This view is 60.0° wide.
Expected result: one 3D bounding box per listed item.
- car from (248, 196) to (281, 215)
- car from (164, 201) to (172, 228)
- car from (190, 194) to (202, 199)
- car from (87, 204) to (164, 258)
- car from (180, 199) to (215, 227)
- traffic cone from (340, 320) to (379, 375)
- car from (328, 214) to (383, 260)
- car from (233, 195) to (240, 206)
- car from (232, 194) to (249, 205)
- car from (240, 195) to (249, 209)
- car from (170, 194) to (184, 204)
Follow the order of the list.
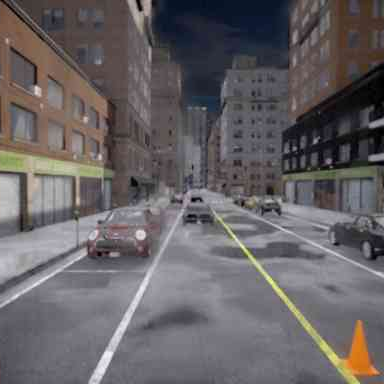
[{"bbox_3d":[6.399,1.214,28.431,2.008,1.369,4.403,0,1,0],"label":"car"},{"bbox_3d":[-2.214,1.353,17.316,1.802,1.307,4.206,0,1,0],"label":"car"},{"bbox_3d":[0.686,0.930,52.017,1.895,1.301,4.718,0,1,0],"label":"car"},{"bbox_3d":[-2.251,1.282,11.728,1.967,1.590,4.097,0,1,0],"label":"car"},{"bbox_3d":[0.383,1.342,20.497,1.895,1.301,4.718,0,1,0],"label":"car"},{"bbox_3d":[2.100,1.910,4.178,0.340,0.580,0.340,0,1,0],"label":"traffic cone"},{"bbox_3d":[6.287,1.428,11.675,2.008,1.369,4.403,0,1,0],"label":"car"},{"bbox_3d":[6.474,1.083,39.602,1.947,1.339,4.313,0,1,0],"label":"car"},{"bbox_3d":[6.512,1.025,45.188,1.802,1.307,4.206,0,1,0],"label":"car"},{"bbox_3d":[6.438,1.113,34.186,1.752,1.417,4.829,0,1,0],"label":"car"},{"bbox_3d":[-2.033,0.952,45.241,1.887,1.381,4.507,0,1,0],"label":"car"}]
